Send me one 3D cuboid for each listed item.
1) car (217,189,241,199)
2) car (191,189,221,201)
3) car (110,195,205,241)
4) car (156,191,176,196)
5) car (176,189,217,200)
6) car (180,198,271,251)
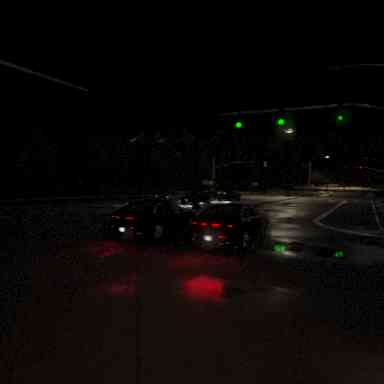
[{"bbox_3d":[5.014,0.429,44.124,1.837,1.490,4.892,2,2,28],"label":"car"},{"bbox_3d":[2.032,0.314,45.945,2.128,1.511,4.902,2,2,28],"label":"car"},{"bbox_3d":[-1.444,1.090,14.409,1.837,1.490,4.892,2,2,28],"label":"car"},{"bbox_3d":[-2.257,0.555,37.941,1.895,1.301,4.718,2,2,28],"label":"car"},{"bbox_3d":[0.600,0.566,35.852,1.837,1.490,4.892,2,2,28],"label":"car"},{"bbox_3d":[1.655,1.189,12.787,1.837,1.490,4.892,2,2,28],"label":"car"}]
